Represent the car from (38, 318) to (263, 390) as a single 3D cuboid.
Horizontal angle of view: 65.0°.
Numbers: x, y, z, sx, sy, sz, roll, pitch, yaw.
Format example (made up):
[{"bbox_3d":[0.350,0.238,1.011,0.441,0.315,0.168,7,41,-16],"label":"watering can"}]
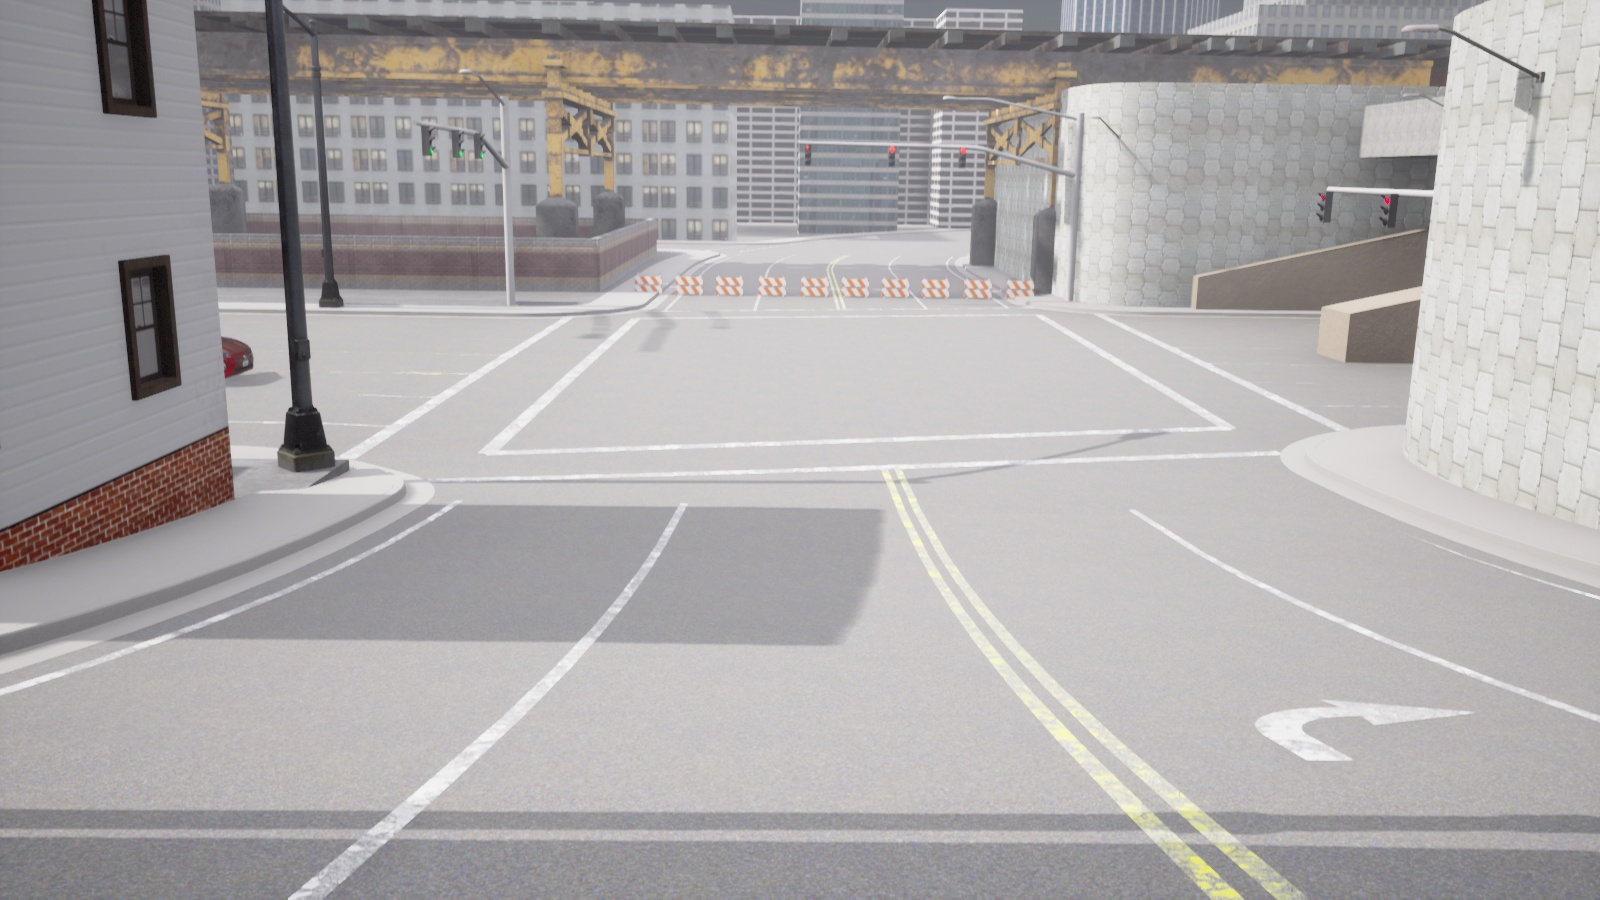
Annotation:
[{"bbox_3d":[-16.270,-2.441,31.660,4.514,1.525,2.007,0,12,0],"label":"car"}]
